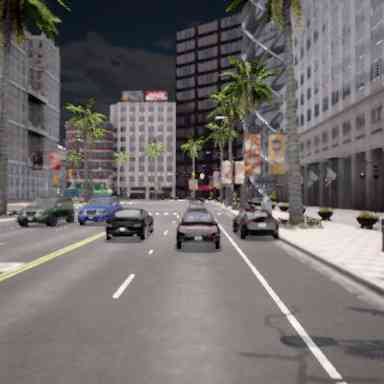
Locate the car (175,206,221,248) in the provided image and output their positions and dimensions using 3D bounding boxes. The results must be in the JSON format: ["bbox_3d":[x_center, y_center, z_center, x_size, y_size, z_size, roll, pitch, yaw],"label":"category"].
[{"bbox_3d":[0.268,1.607,15.334,2.128,1.511,4.902,0,0,0],"label":"car"}]

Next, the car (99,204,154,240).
[{"bbox_3d":[-3.207,1.605,17.886,1.882,1.535,5.008,0,0,1],"label":"car"}]

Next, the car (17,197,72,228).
[{"bbox_3d":[-10.320,1.382,24.068,2.150,2.045,5.566,0,-1,1],"label":"car"}]

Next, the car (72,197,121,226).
[{"bbox_3d":[-6.800,1.398,25.259,2.150,2.045,5.566,0,-1,1],"label":"car"}]

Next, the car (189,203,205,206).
[{"bbox_3d":[0.407,1.721,29.163,1.837,1.490,4.892,0,0,1],"label":"car"}]

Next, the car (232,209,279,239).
[{"bbox_3d":[3.390,1.655,18.357,2.161,1.482,4.786,0,0,0],"label":"car"}]
